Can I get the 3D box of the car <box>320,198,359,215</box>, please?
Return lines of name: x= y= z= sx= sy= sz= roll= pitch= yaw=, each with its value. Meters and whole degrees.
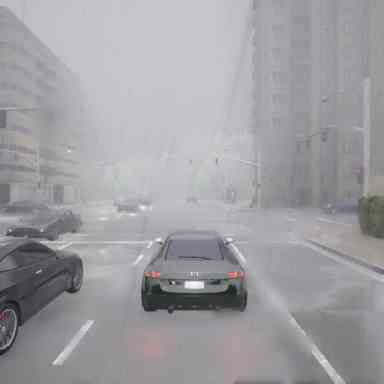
car: x=15.512 y=1.352 z=33.754 sx=4.553 sy=1.767 sz=2.097 roll=0 pitch=0 yaw=1

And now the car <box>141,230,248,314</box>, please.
car: x=0.049 y=1.564 z=7.714 sx=1.994 sy=1.385 sz=4.181 roll=0 pitch=0 yaw=0

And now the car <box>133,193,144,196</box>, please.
car: x=-10.659 y=1.221 z=65.922 sx=2.150 sy=2.045 sz=5.566 roll=0 pitch=1 yaw=0

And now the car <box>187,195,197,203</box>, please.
car: x=-0.049 y=1.352 z=69.755 sx=2.097 sy=1.767 sz=4.553 roll=0 pitch=0 yaw=0

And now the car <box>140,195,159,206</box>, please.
car: x=-7.207 y=1.601 z=55.763 sx=1.895 sy=1.301 sz=4.718 roll=0 pitch=0 yaw=0

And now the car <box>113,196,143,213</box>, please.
car: x=-7.180 y=1.506 z=37.859 sx=1.837 sy=1.490 sz=4.892 roll=0 pitch=0 yaw=0

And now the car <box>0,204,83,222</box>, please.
car: x=-7.136 y=1.547 z=16.818 sx=2.033 sy=1.411 sz=5.357 roll=0 pitch=0 yaw=0

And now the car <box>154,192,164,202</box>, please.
car: x=-7.151 y=1.096 z=71.077 sx=2.150 sy=2.045 sz=5.566 roll=0 pitch=0 yaw=0

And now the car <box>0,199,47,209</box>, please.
car: x=-17.628 y=1.505 z=34.524 sx=4.892 sy=1.490 sz=1.837 roll=0 pitch=3 yaw=-16

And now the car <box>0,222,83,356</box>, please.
car: x=-3.460 y=1.526 z=5.912 sx=1.812 sy=1.442 sz=4.674 roll=0 pitch=0 yaw=0

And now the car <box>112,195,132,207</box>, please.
car: x=-10.699 y=1.526 z=50.540 sx=1.812 sy=1.442 sz=4.674 roll=0 pitch=0 yaw=-1
